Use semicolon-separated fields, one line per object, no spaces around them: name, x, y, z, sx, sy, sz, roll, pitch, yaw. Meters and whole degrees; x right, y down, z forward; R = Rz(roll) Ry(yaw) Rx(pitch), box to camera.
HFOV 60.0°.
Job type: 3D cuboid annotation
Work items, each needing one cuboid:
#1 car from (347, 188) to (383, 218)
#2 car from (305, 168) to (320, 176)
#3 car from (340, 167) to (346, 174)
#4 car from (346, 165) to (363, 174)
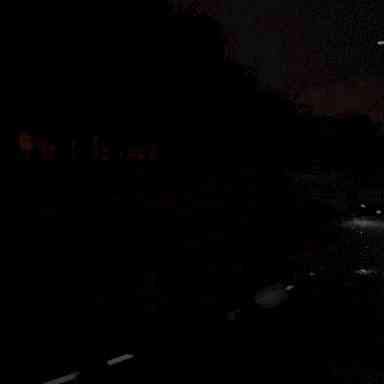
car;10.123;0.517;19.094;1.812;1.442;4.674;0;5;16
car;20.916;-3.503;57.895;1.895;1.301;4.718;0;4;29
car;32.640;-4.514;69.769;1.994;1.385;4.181;0;2;41
car;30.634;-4.279;61.861;1.970;1.475;3.806;0;3;35
